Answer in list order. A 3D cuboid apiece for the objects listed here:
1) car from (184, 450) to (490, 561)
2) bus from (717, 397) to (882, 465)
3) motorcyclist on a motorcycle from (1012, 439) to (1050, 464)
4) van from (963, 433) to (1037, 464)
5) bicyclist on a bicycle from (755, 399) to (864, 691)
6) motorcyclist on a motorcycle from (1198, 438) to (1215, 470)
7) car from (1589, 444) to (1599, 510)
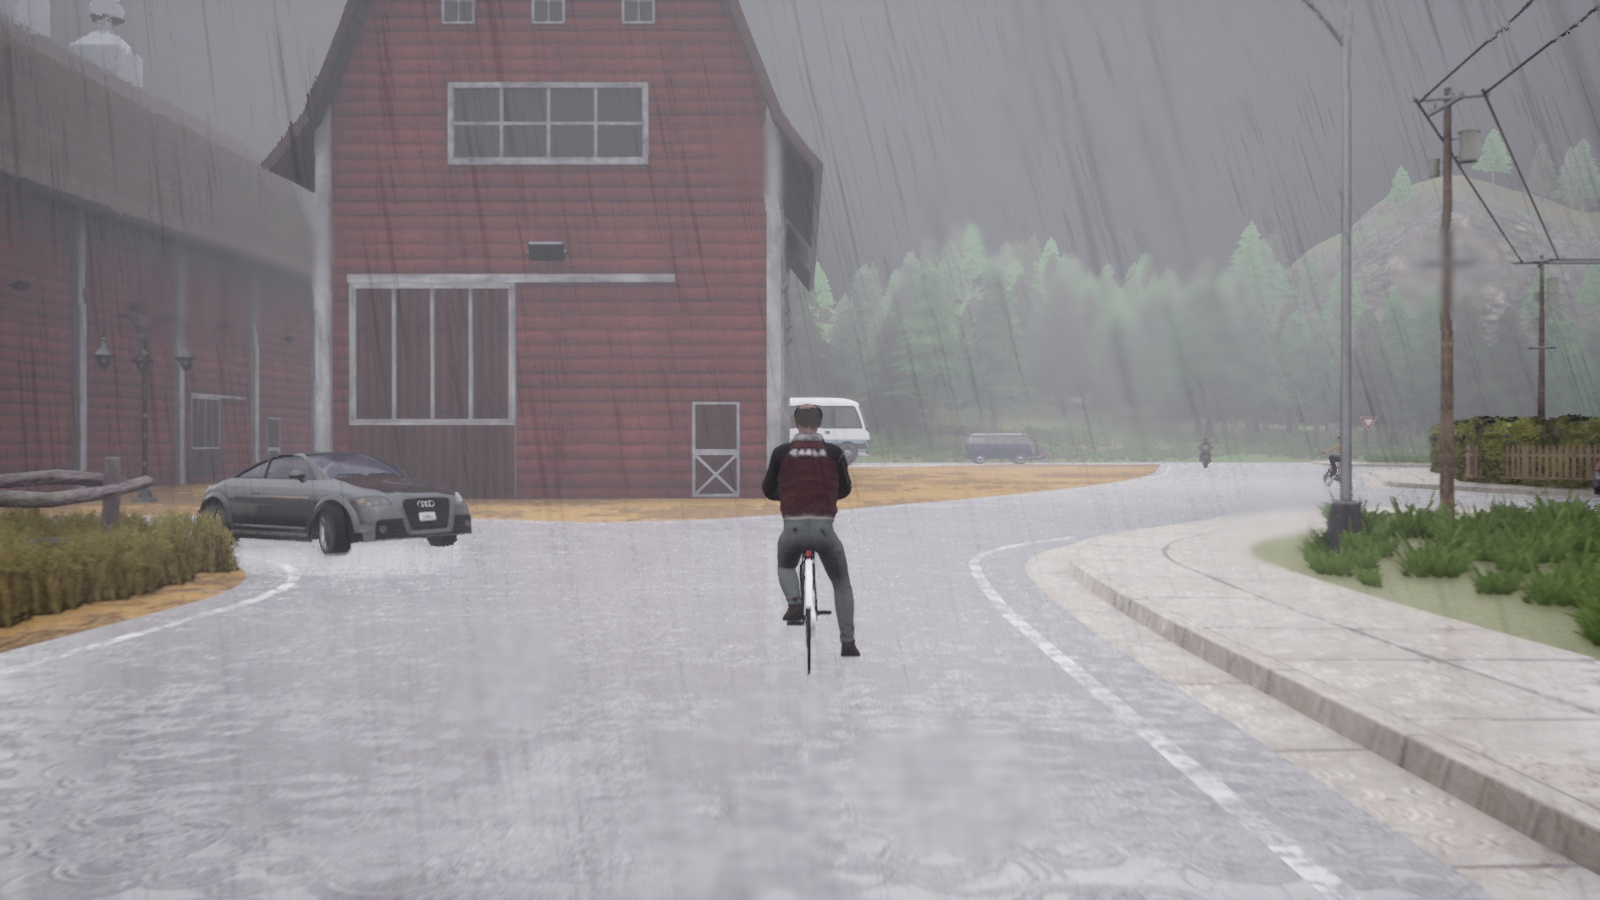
[{"bbox_3d":[-6.630,0.701,17.881,4.181,1.385,1.994,0,0,33],"label":"car"},{"bbox_3d":[-0.009,-1.224,80.577,10.273,4.253,3.944,0,0,1],"label":"bus"},{"bbox_3d":[15.434,0.096,83.908,2.350,1.649,0.766,0,0,1],"label":"motorcyclist on a motorcycle"},{"bbox_3d":[12.767,-0.084,80.437,4.442,1.987,1.775,0,0,1],"label":"van"},{"bbox_3d":[0.054,0.569,8.551,0.659,1.776,1.843,0,1,0],"label":"bicyclist on a bicycle"},{"bbox_3d":[19.929,0.199,61.591,0.797,1.523,2.044,0,0,17],"label":"motorcyclist on a motorcycle"},{"bbox_3d":[19.900,0.620,27.841,3.633,1.501,1.845,0,0,10],"label":"car"}]
